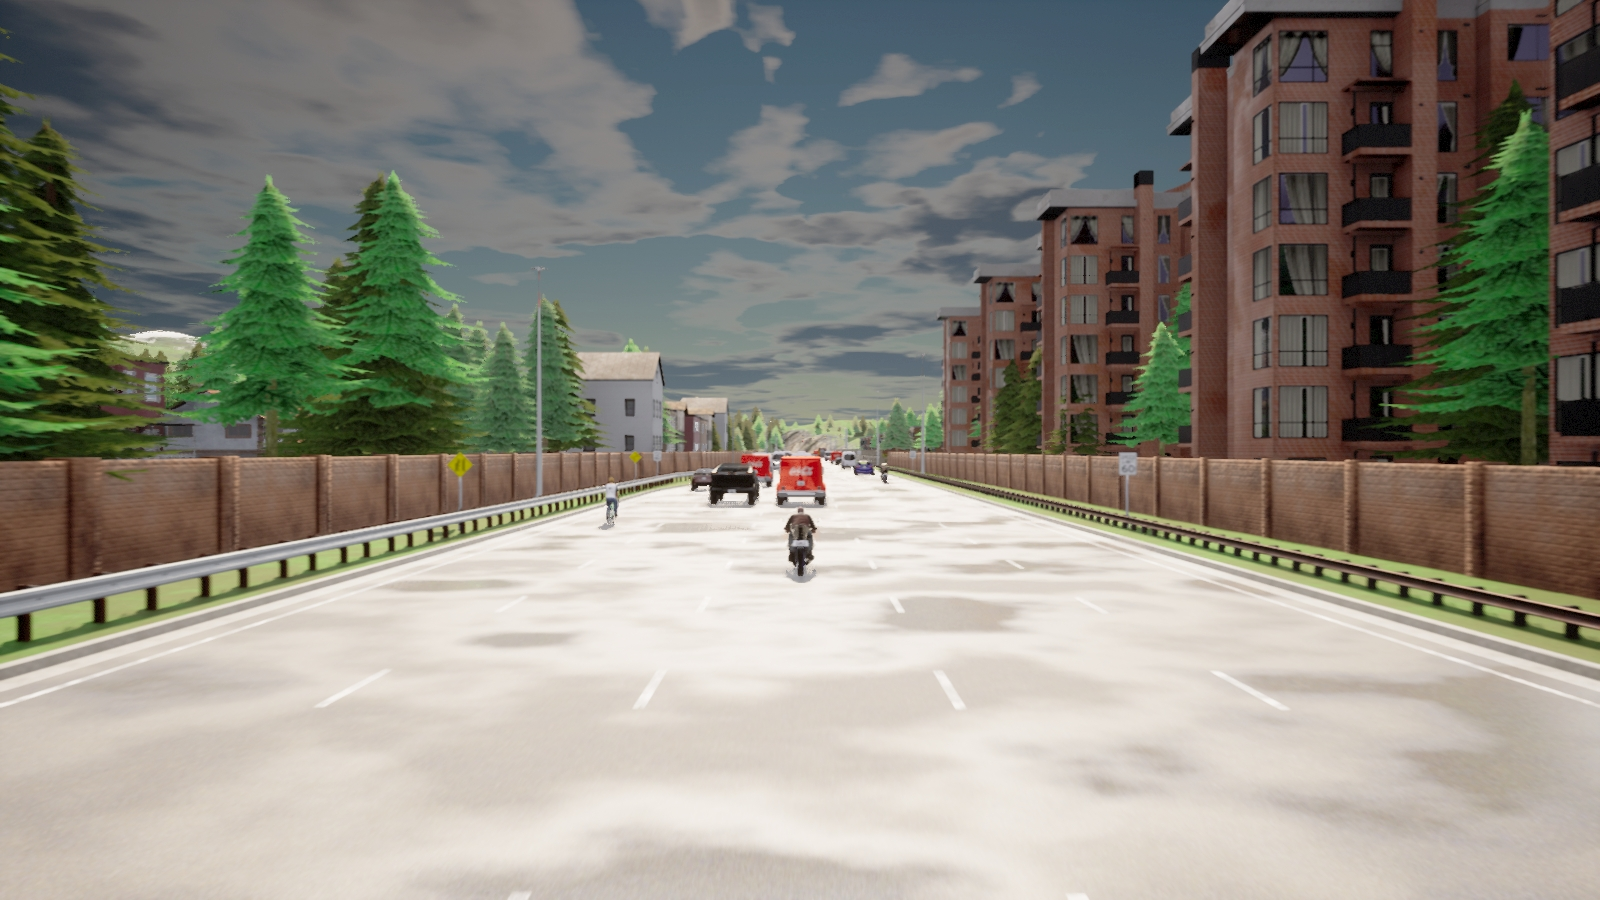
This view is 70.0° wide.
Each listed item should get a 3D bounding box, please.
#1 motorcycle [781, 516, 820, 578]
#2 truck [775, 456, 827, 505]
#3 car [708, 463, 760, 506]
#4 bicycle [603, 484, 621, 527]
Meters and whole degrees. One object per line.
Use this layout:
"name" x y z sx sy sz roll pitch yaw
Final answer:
"motorcycle" 0.016 2.205 26.383 0.867 1.251 2.209 0 0 0
"truck" 0.064 1.568 60.425 2.627 2.467 5.204 0 0 0
"car" -3.436 1.753 60.779 2.390 2.098 6.274 0 0 0
"bicycle" -6.963 2.055 42.413 0.373 1.496 1.643 0 1 0
